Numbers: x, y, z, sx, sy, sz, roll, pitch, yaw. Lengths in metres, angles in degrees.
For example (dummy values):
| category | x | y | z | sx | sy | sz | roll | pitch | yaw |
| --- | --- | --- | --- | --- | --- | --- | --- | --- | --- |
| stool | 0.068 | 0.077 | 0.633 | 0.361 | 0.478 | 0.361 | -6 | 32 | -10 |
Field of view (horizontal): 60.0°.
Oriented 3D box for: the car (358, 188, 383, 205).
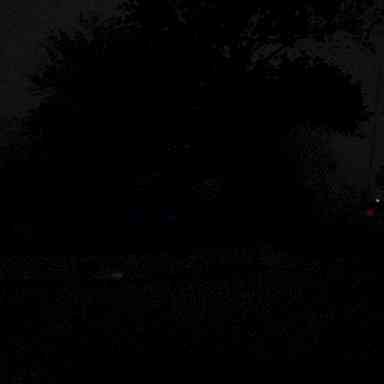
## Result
| category | x | y | z | sx | sy | sz | roll | pitch | yaw |
| --- | --- | --- | --- | --- | --- | --- | --- | --- | --- |
| car | 16.333 | 0.376 | 29.895 | 1.812 | 1.442 | 4.674 | 2 | 4 | 21 |

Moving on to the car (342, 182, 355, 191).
| category | x | y | z | sx | sy | sz | roll | pitch | yaw |
| --- | --- | --- | --- | --- | --- | --- | --- | --- | --- |
| car | 26.741 | -1.025 | 56.906 | 1.882 | 1.535 | 5.008 | 2 | 4 | 21 |
